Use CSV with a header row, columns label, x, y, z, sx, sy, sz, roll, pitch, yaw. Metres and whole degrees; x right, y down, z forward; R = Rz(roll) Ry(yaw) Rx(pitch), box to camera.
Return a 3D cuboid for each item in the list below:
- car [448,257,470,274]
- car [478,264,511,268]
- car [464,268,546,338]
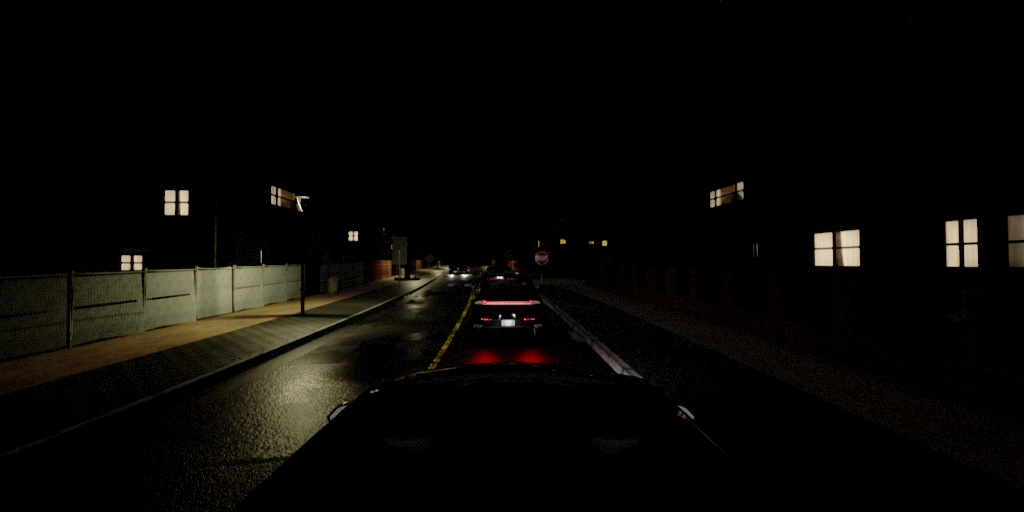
label,x,y,z,sx,sy,sz,roll,pitch,yaw
car,-6.650,1.107,44.428,2.150,2.045,5.566,0,0,-7
car,-0.704,1.290,19.536,1.837,1.490,4.892,0,0,-2
car,-0.176,1.251,10.240,2.128,1.511,4.902,0,0,-2
